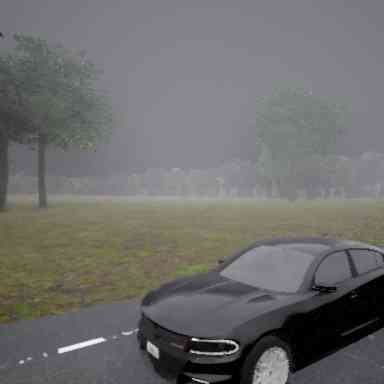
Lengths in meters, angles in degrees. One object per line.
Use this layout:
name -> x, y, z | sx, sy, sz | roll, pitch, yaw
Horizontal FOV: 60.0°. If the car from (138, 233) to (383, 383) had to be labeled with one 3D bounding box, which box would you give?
car -> 1.599, 1.461, 5.132 | 5.008, 1.535, 1.882 | 0, 0, -36
